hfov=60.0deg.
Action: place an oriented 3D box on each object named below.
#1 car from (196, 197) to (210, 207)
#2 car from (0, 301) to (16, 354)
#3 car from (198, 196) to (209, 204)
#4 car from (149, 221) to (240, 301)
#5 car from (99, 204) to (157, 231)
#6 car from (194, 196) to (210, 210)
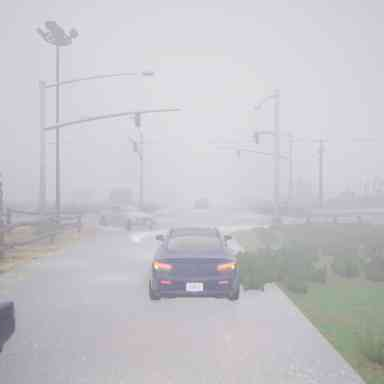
[{"bbox_3d":[1.750,1.512,53.040,2.033,1.411,5.357,0,0,2],"label":"car"},{"bbox_3d":[-3.174,1.601,1.995,1.895,1.301,4.718,0,0,0],"label":"car"},{"bbox_3d":[2.283,1.512,63.551,2.033,1.411,5.357,0,0,3],"label":"car"},{"bbox_3d":[0.049,1.526,8.230,1.812,1.442,4.674,0,0,0],"label":"car"},{"bbox_3d":[-4.156,1.525,21.040,1.812,1.442,4.674,2,-1,-44],"label":"car"},{"bbox_3d":[1.272,1.512,42.890,2.033,1.411,5.357,0,0,3],"label":"car"}]
